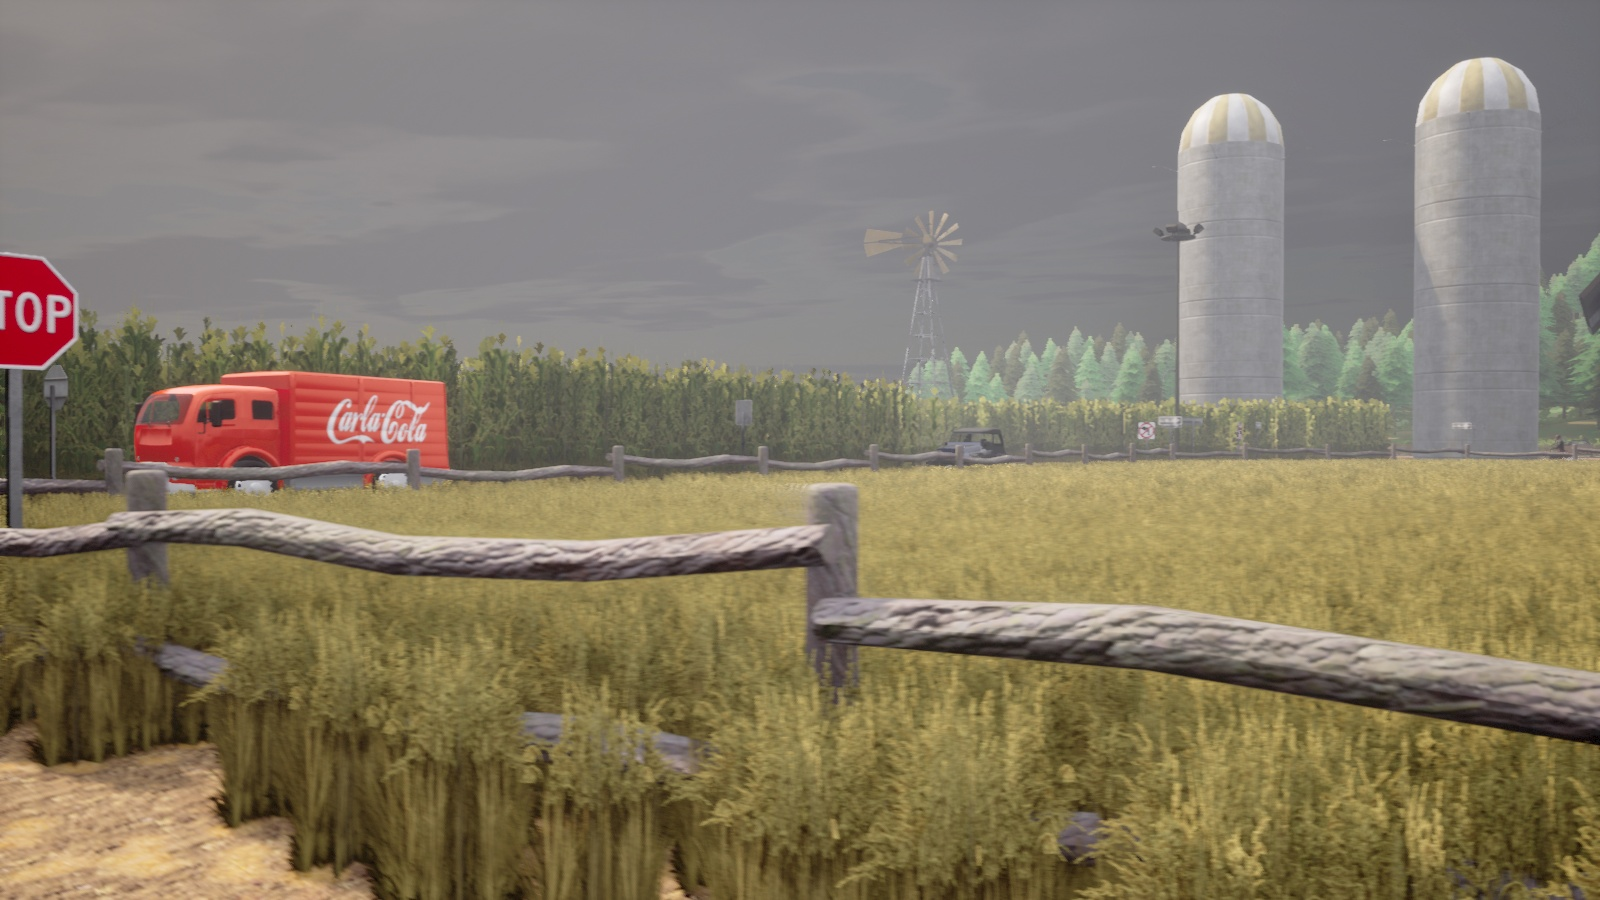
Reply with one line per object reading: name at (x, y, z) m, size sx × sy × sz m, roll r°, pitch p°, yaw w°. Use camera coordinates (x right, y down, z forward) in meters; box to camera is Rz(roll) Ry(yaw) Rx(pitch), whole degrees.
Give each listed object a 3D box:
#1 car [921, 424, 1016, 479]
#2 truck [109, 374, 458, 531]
car at (6.104, 0.020, 45.200) m, size 1.905 × 1.878 × 3.866 m, roll 0°, pitch 1°, yaw 33°
truck at (-9.082, 0.031, 22.559) m, size 2.627 × 2.467 × 5.204 m, roll 0°, pitch 0°, yaw 34°
